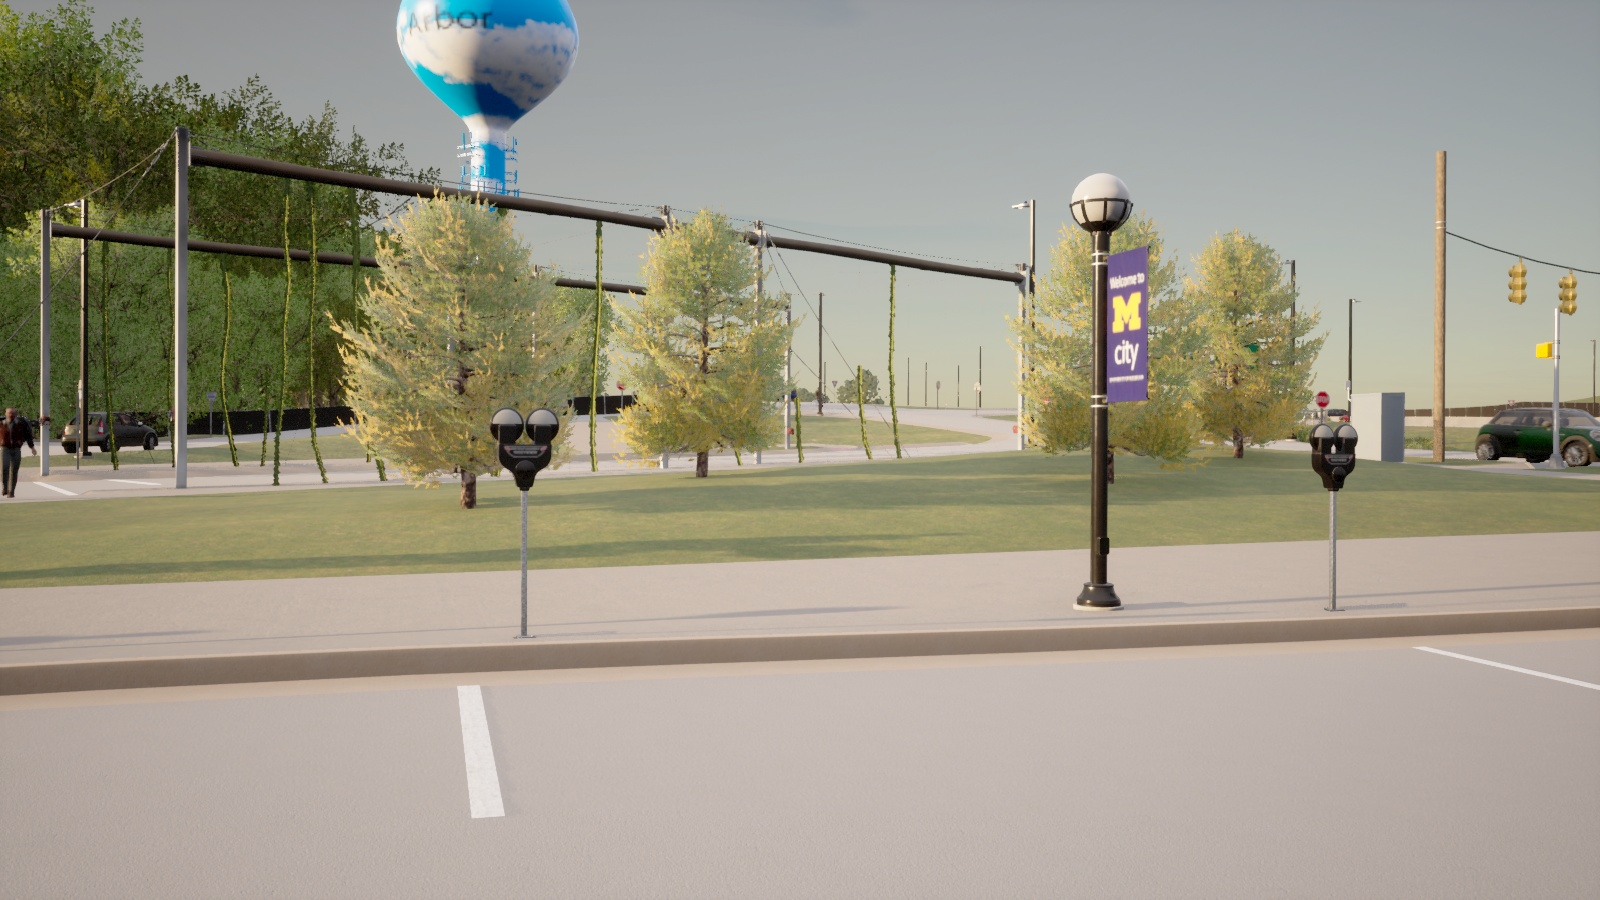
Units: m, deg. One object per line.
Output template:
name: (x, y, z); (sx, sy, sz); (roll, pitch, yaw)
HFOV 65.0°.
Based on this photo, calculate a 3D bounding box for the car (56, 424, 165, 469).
car: (-27.133, -0.161, 49.546); (1.851, 1.617, 3.988); (-1, 2, 4)

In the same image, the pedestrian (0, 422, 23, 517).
pedestrian: (-15.549, 0.376, 24.734); (0.376, 1.854, 0.720); (-1, 0, -31)

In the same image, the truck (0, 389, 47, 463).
truck: (-40.540, -1.092, 59.778); (7.936, 3.462, 2.891); (-3, 3, -31)

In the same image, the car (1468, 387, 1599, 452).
car: (21.842, -0.891, 36.017); (2.097, 1.767, 4.553); (-1, 2, -17)
